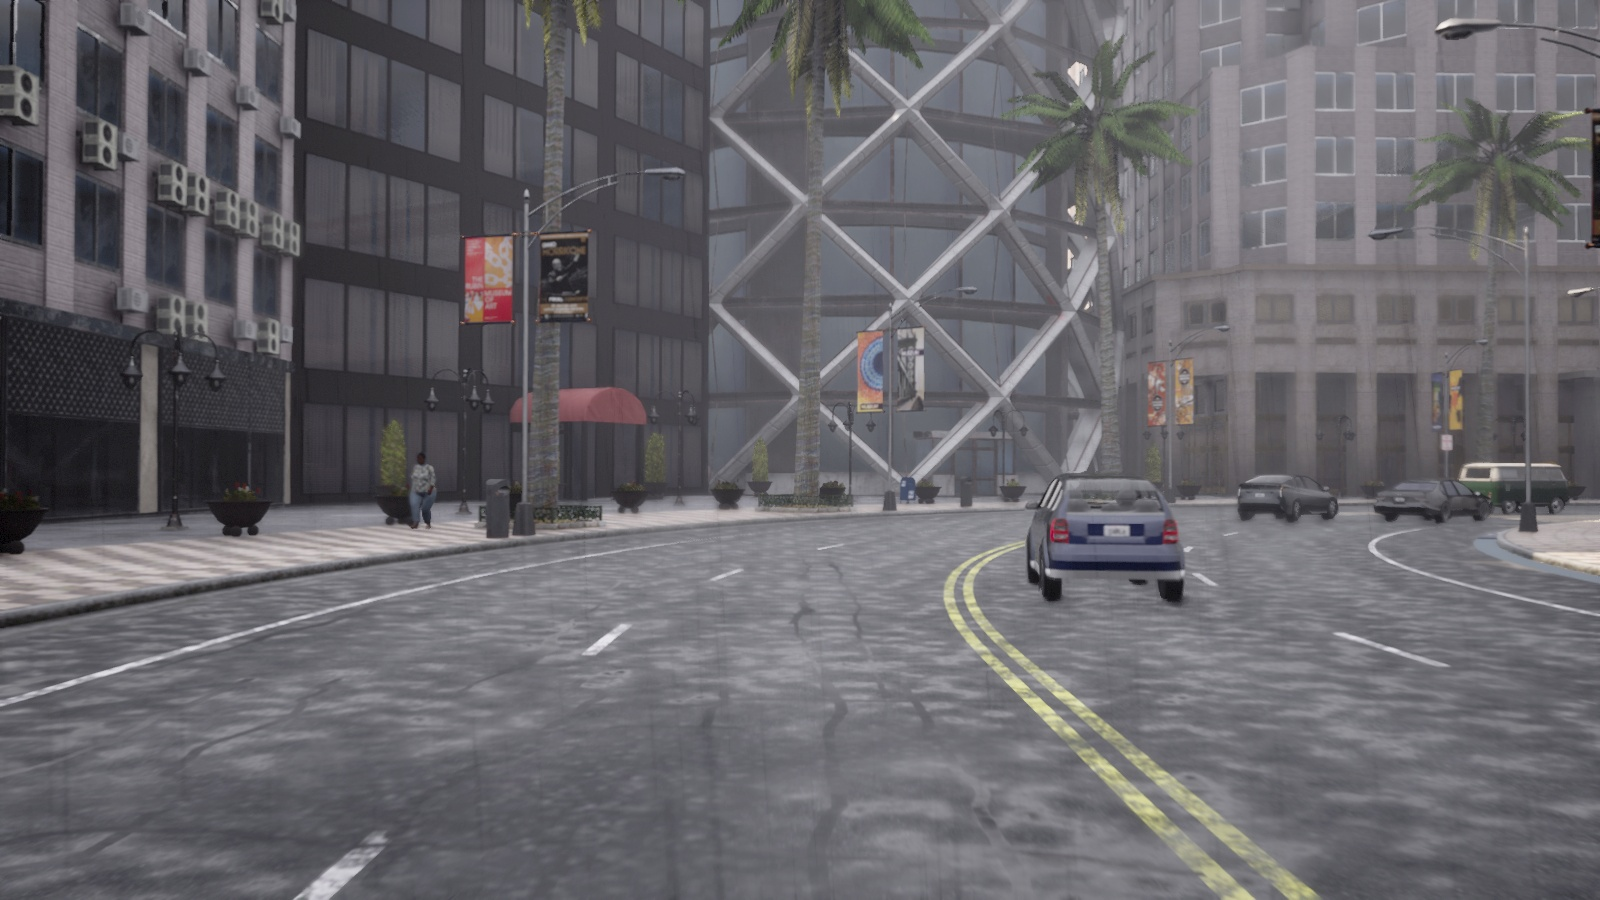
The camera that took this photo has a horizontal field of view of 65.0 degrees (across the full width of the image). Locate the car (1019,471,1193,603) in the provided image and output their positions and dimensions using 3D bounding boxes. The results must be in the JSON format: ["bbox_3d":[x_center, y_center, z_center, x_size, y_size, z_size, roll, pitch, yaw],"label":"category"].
[{"bbox_3d":[3.945,1.058,16.738,1.789,1.549,3.705,0,-1,6],"label":"car"}]

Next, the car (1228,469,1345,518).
[{"bbox_3d":[16.136,1.392,41.537,2.007,1.525,4.514,-1,-1,44],"label":"car"}]

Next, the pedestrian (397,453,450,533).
[{"bbox_3d":[-8.795,0.998,29.373,0.874,1.855,0.900,0,-1,10],"label":"pedestrian"}]

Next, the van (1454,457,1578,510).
[{"bbox_3d":[27.840,1.273,48.822,4.442,1.987,1.775,0,-1,-22],"label":"van"}]

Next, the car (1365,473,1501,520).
[{"bbox_3d":[20.683,1.464,40.916,5.357,1.411,2.033,1,-1,-40],"label":"car"}]
